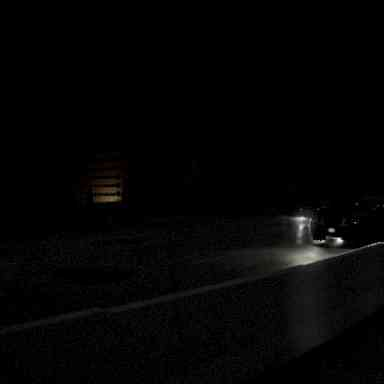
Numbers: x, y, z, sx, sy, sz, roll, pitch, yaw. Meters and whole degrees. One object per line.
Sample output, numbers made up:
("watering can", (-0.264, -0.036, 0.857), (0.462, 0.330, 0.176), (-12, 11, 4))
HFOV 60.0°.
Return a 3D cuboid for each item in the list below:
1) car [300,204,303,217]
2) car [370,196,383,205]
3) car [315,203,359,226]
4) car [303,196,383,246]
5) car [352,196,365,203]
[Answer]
("car", (11.729, 1.534, 31.625), (1.837, 1.490, 4.892), (0, 0, 35))
("car", (32.847, 1.495, 58.962), (1.837, 1.490, 4.892), (0, 0, 32))
("car", (10.773, 1.571, 24.542), (1.994, 1.385, 4.181), (0, 0, 38))
("car", (7.646, 1.216, 15.662), (2.150, 2.045, 5.566), (0, 0, 44))
("car", (33.730, 1.543, 67.138), (1.994, 1.385, 4.181), (0, 0, 31))
